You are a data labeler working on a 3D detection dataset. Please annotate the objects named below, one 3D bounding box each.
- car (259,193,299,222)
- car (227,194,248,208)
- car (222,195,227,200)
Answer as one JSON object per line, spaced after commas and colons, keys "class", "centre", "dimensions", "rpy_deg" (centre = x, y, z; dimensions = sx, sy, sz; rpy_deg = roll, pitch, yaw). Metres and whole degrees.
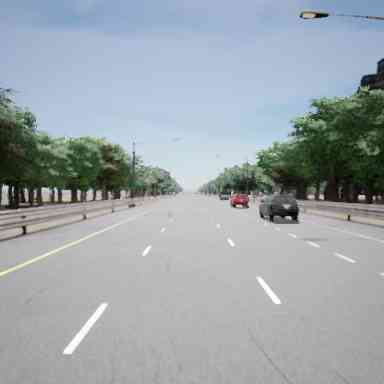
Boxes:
{"class": "car", "centre": [7.016, 1.262, 27.268], "dimensions": [2.150, 2.045, 5.566], "rpy_deg": [0, 0, 0]}
{"class": "car", "centre": [7.033, 1.310, 49.813], "dimensions": [2.150, 2.045, 5.566], "rpy_deg": [0, 0, 0]}
{"class": "car", "centre": [9.493, 1.650, 93.543], "dimensions": [1.812, 1.442, 4.674], "rpy_deg": [0, 0, 15]}
